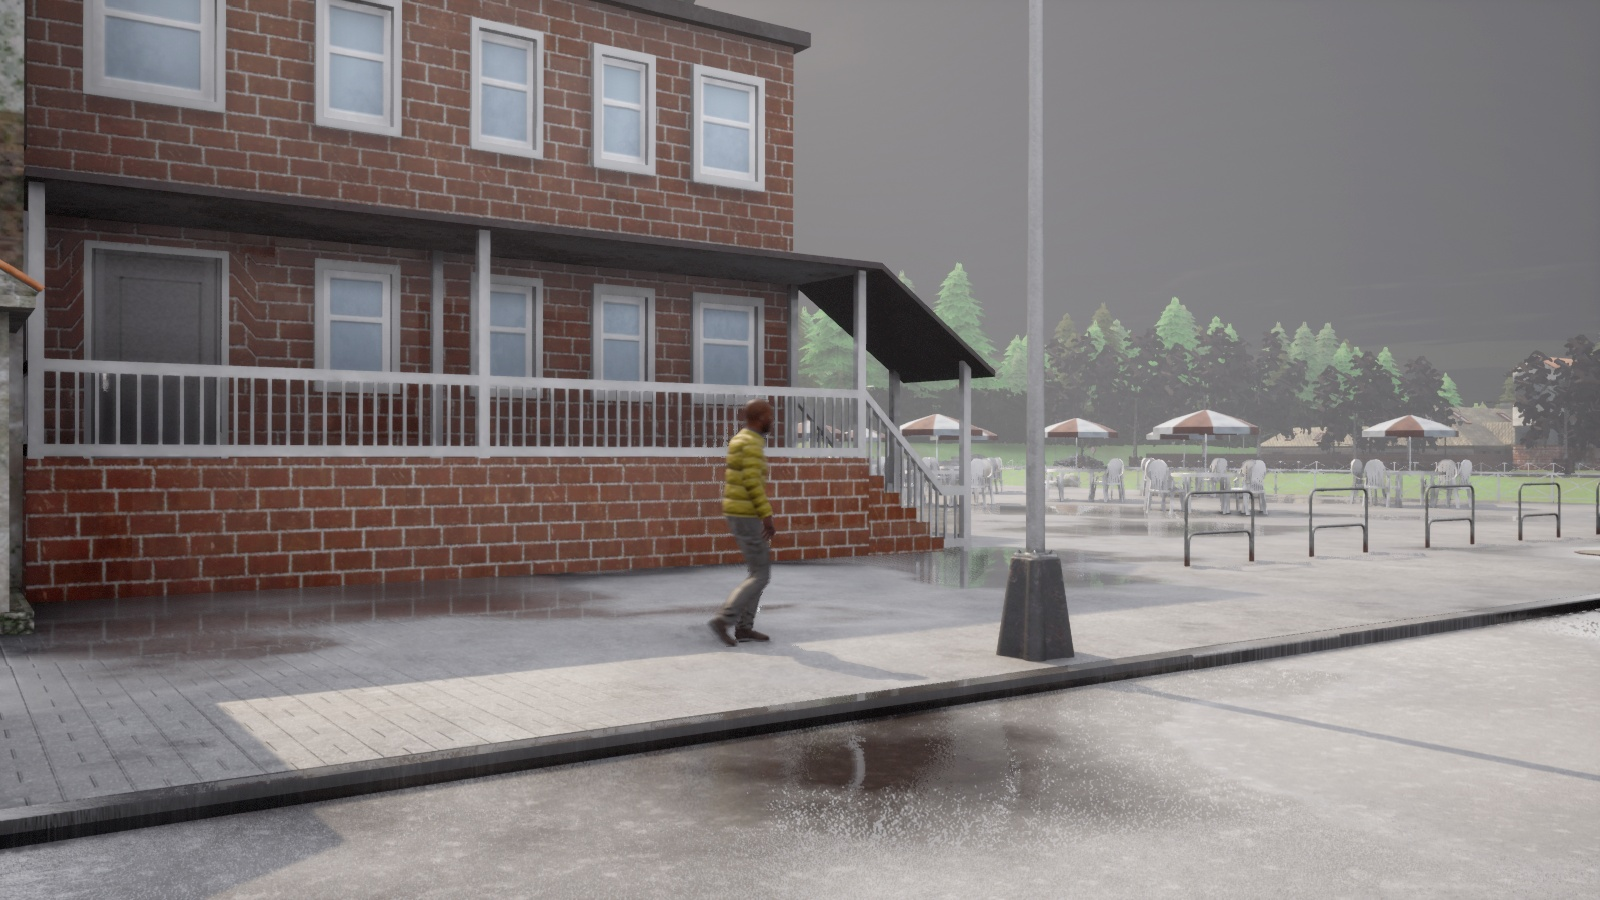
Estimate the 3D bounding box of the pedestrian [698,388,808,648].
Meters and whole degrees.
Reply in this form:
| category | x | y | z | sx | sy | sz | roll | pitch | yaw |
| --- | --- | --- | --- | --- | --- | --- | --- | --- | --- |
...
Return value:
| category | x | y | z | sx | sy | sz | roll | pitch | yaw |
| --- | --- | --- | --- | --- | --- | --- | --- | --- | --- |
| pedestrian | -0.345 | 0.478 | 9.139 | 0.726 | 1.835 | 0.370 | 0 | 0 | -17 |
